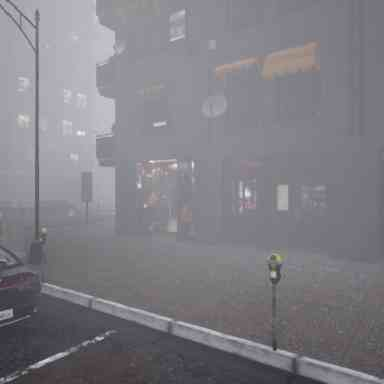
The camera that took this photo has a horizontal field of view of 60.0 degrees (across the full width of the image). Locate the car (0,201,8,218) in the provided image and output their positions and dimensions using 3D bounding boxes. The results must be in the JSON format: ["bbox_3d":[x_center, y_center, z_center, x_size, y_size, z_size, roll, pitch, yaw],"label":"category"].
[{"bbox_3d":[-14.082,1.350,26.081,2.008,1.369,4.403,1,1,35],"label":"car"}]

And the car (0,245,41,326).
[{"bbox_3d":[-4.503,1.551,6.078,4.403,1.369,2.008,0,0,35],"label":"car"}]

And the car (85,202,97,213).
[{"bbox_3d":[-10.996,1.250,30.509,1.752,1.417,4.829,1,1,35],"label":"car"}]

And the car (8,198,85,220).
[{"bbox_3d":[-11.116,1.283,25.826,1.837,1.490,4.892,0,1,35],"label":"car"}]
